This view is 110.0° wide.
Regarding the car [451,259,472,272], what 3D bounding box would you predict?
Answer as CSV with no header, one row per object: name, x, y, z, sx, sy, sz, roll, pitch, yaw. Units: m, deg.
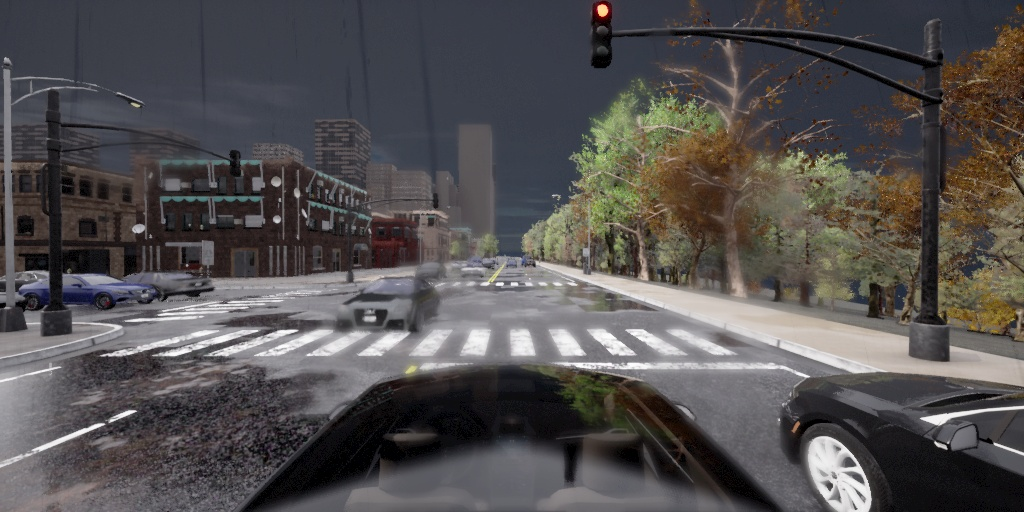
car,-6.710,1.334,46.513,1.895,1.301,4.718,0,0,0

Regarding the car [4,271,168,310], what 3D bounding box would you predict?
car,-18.096,1.475,15.346,4.674,1.442,1.812,-1,1,-1

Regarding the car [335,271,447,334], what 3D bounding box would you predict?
car,-3.372,1.312,10.525,1.994,1.385,4.181,0,0,0

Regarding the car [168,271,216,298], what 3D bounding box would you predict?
car,-17.867,1.469,17.929,5.357,1.411,2.033,-1,1,8

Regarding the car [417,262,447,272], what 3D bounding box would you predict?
car,-6.671,1.246,30.089,1.837,1.490,4.892,0,0,0

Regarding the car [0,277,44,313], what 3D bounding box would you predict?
car,-19.974,1.564,12.606,4.313,1.339,1.948,0,0,0

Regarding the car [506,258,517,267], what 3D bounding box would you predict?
car,-0.053,1.273,63.930,2.033,1.411,5.357,0,0,0

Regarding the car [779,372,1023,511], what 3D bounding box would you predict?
car,3.366,1.255,1.232,1.837,1.490,4.892,0,0,-2

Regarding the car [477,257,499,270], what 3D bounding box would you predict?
car,-3.467,1.279,52.114,2.033,1.411,5.357,0,0,0

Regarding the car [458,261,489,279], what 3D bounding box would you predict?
car,-3.428,1.341,32.734,1.895,1.301,4.718,0,0,0

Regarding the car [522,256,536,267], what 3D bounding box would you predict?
car,3.197,1.231,63.632,1.837,1.490,4.892,0,0,0
